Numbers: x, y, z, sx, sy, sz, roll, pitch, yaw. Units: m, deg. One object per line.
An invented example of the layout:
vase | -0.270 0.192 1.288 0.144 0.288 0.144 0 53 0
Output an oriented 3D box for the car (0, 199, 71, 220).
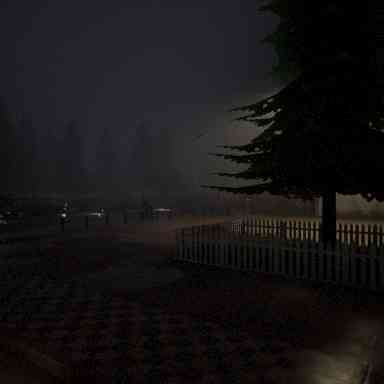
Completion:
car | -13.660 1.547 28.824 2.033 1.411 5.357 0 0 35

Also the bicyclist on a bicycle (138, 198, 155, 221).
bicyclist on a bicycle | -3.355 1.302 24.356 1.656 1.620 0.582 0 0 35

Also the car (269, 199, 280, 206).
car | 14.342 1.547 55.718 2.033 1.411 5.357 0 0 36

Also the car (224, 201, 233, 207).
car | 6.661 1.564 50.980 1.994 1.385 4.181 0 0 37

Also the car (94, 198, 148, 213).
car | -7.815 1.547 37.020 2.033 1.411 5.357 0 0 35

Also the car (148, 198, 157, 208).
car | -6.601 1.526 44.746 1.812 1.442 4.674 0 0 36

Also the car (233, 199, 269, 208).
car | 8.432 1.221 47.417 2.150 2.045 5.566 0 0 36

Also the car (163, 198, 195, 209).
car | -1.646 1.547 45.649 2.033 1.411 5.357 0 0 36

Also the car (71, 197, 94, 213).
car | -12.546 1.352 36.412 2.097 1.767 4.553 0 0 36

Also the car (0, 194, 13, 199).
car | -18.147 1.222 28.558 2.150 2.045 5.566 0 0 35

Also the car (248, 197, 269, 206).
car | 11.540 1.564 57.825 1.994 1.385 4.181 0 0 36
